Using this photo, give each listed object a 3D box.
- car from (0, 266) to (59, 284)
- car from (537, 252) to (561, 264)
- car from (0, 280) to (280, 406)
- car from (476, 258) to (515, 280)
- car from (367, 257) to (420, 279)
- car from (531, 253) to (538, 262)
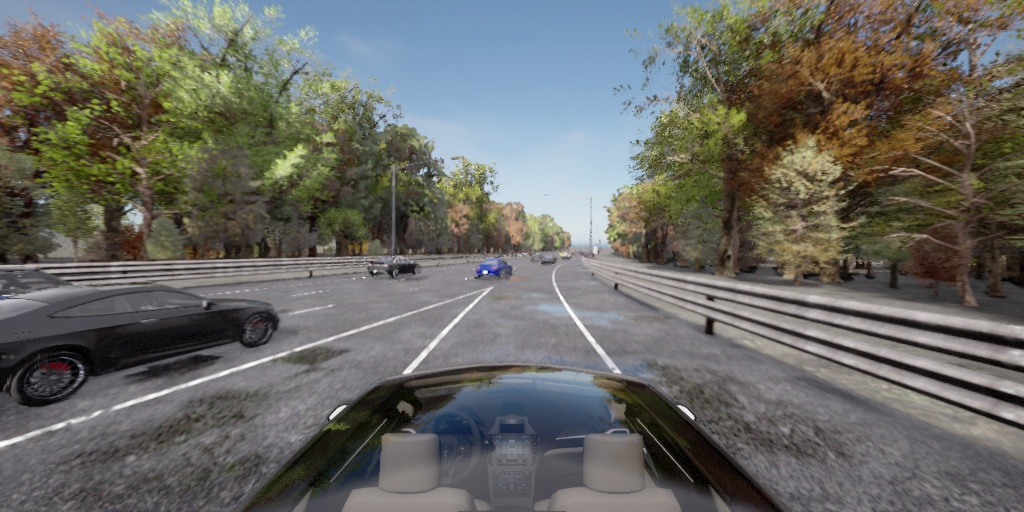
[{"bbox_3d":[-9.840,0.956,6.860,2.097,1.767,4.553,1,1,14],"label":"car"},{"bbox_3d":[5.643,0.505,53.634,2.033,1.411,5.357,1,1,14],"label":"car"},{"bbox_3d":[-6.432,1.170,6.078,1.812,1.442,4.674,1,1,14],"label":"car"},{"bbox_3d":[-1.248,0.894,26.499,1.812,1.442,4.674,1,1,14],"label":"car"},{"bbox_3d":[-8.522,0.786,26.280,2.128,1.511,4.902,1,1,14],"label":"car"},{"bbox_3d":[4.712,0.252,64.197,2.128,1.511,4.902,1,1,14],"label":"car"}]
